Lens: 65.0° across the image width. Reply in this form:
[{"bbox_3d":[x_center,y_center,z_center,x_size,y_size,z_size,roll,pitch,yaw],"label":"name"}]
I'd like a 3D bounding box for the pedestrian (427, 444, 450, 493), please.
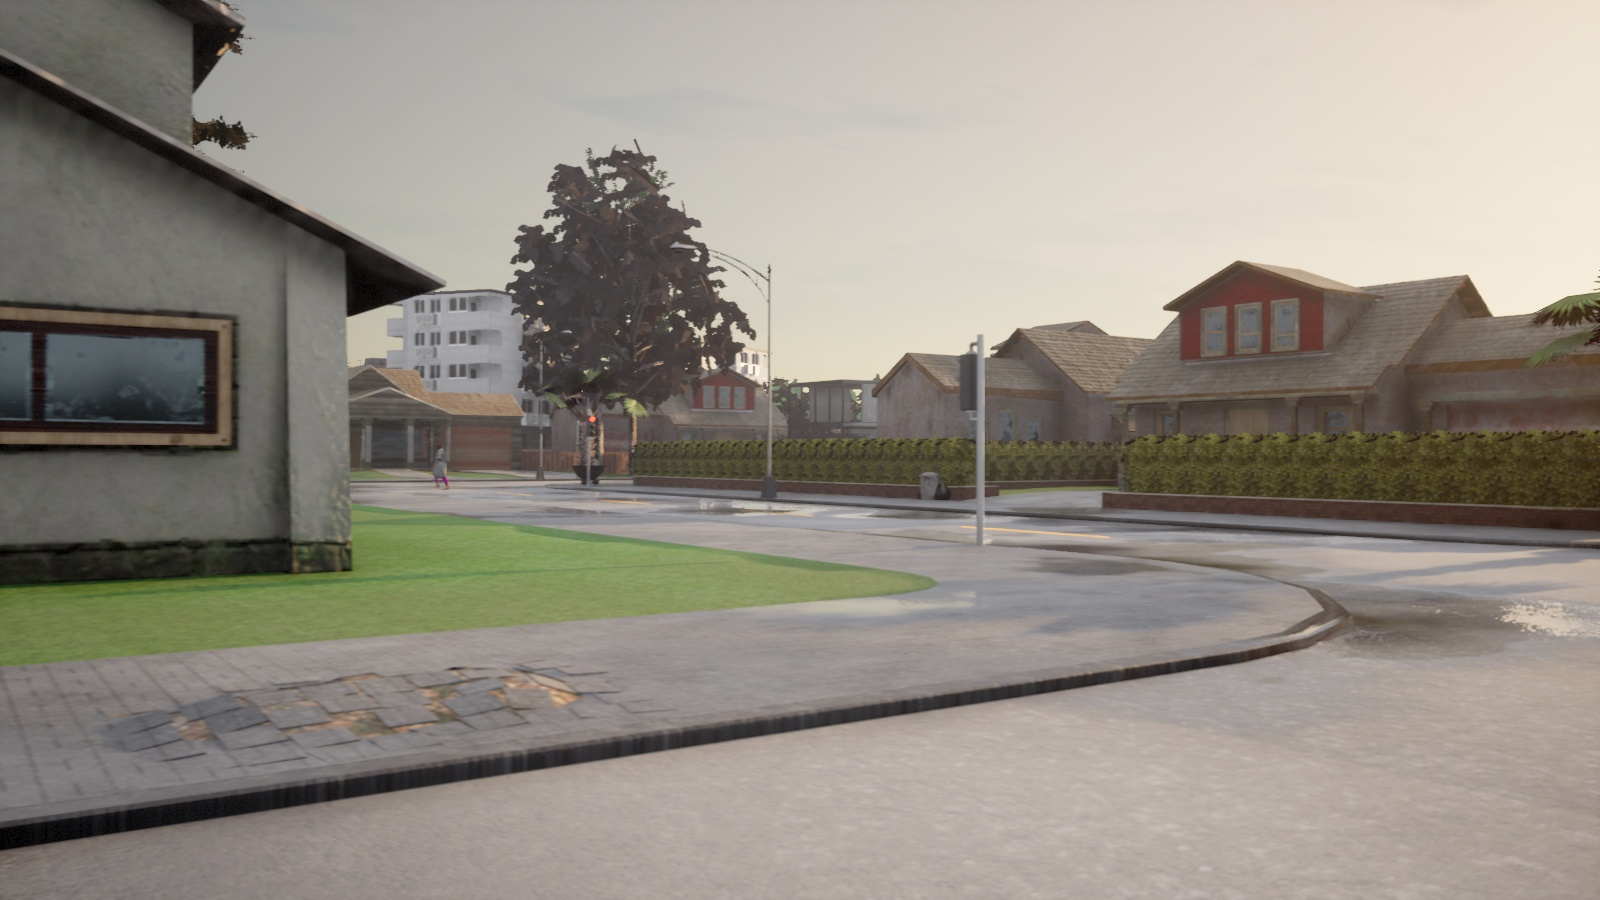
[{"bbox_3d":[-14.581,0.725,50.617,0.873,1.952,0.659,0,0,-14],"label":"pedestrian"}]
